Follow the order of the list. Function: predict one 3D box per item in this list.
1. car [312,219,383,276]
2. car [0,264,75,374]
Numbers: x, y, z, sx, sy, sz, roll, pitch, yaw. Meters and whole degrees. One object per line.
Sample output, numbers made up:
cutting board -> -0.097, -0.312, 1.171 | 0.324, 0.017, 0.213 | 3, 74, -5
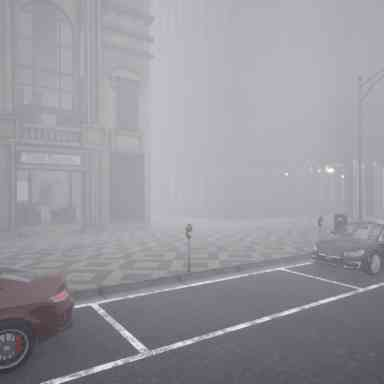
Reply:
car -> 5.522, 1.550, 10.230 | 4.403, 1.369, 2.008 | 0, 0, -34
car -> -3.672, 1.582, 4.101 | 4.206, 1.307, 1.802 | 0, 0, -34
